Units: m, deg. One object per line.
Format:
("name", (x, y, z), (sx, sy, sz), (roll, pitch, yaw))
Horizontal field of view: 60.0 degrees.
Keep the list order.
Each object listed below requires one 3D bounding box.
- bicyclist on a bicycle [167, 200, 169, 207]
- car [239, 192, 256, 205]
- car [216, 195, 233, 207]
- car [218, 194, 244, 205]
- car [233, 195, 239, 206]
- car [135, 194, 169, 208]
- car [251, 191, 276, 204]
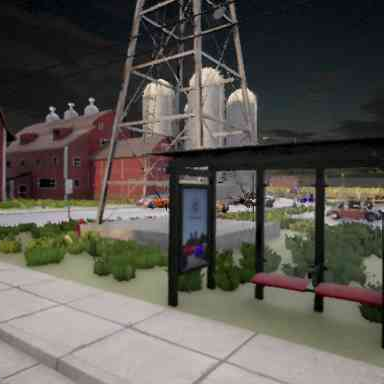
("bicyclist on a bicycle", (-1.434, 1.112, 23.401), (0.582, 1.620, 1.656), (0, 0, -21))
("car", (8.682, 1.079, 43.651), (3.866, 1.878, 1.905), (1, 1, 35))
("car", (1.447, 1.281, 32.261), (4.193, 1.474, 1.816), (1, 1, 35))
("car", (6.277, 1.176, 53.532), (2.128, 1.511, 4.902), (1, 1, 34))
("car", (6.173, 1.205, 47.120), (2.128, 1.511, 4.902), (1, 1, 35))
("car", (-4.397, 1.021, 38.166), (2.097, 1.767, 4.553), (1, 1, 35))
("car", (12.013, 0.932, 55.693), (2.150, 2.045, 5.566), (1, 1, 34))
